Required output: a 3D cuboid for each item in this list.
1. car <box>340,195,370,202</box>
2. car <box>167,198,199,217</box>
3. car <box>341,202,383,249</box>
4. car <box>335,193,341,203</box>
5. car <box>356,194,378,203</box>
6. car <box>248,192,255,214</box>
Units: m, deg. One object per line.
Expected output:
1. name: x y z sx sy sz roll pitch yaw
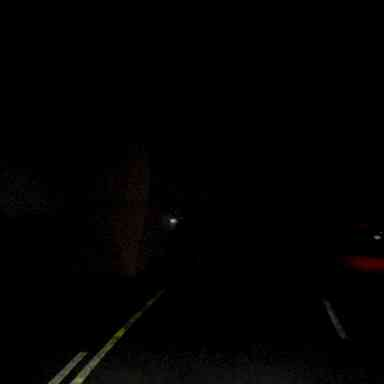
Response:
1. car: 19.236 1.277 38.601 1.882 1.535 5.008 1 1 41
2. car: -1.207 1.238 28.333 1.882 1.535 5.008 1 0 30
3. car: 7.368 1.408 13.813 1.882 1.535 5.008 0 0 22
4. car: 25.587 1.021 59.366 4.553 1.767 2.097 0 1 -41
5. car: 31.694 1.171 60.082 5.008 1.535 1.882 0 1 -41
6. car: 3.965 0.997 30.333 2.150 2.045 5.566 1 1 32
